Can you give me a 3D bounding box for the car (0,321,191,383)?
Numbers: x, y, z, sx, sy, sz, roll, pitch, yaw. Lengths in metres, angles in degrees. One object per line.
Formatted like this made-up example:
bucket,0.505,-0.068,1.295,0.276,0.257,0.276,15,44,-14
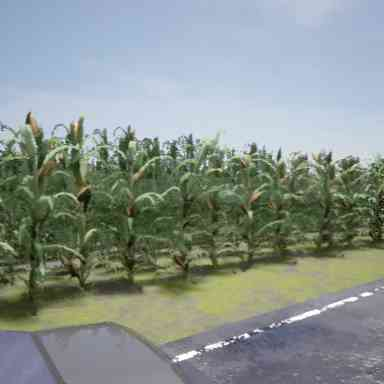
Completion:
car,-2.399,1.542,1.362,5.357,1.411,2.033,0,0,-35
